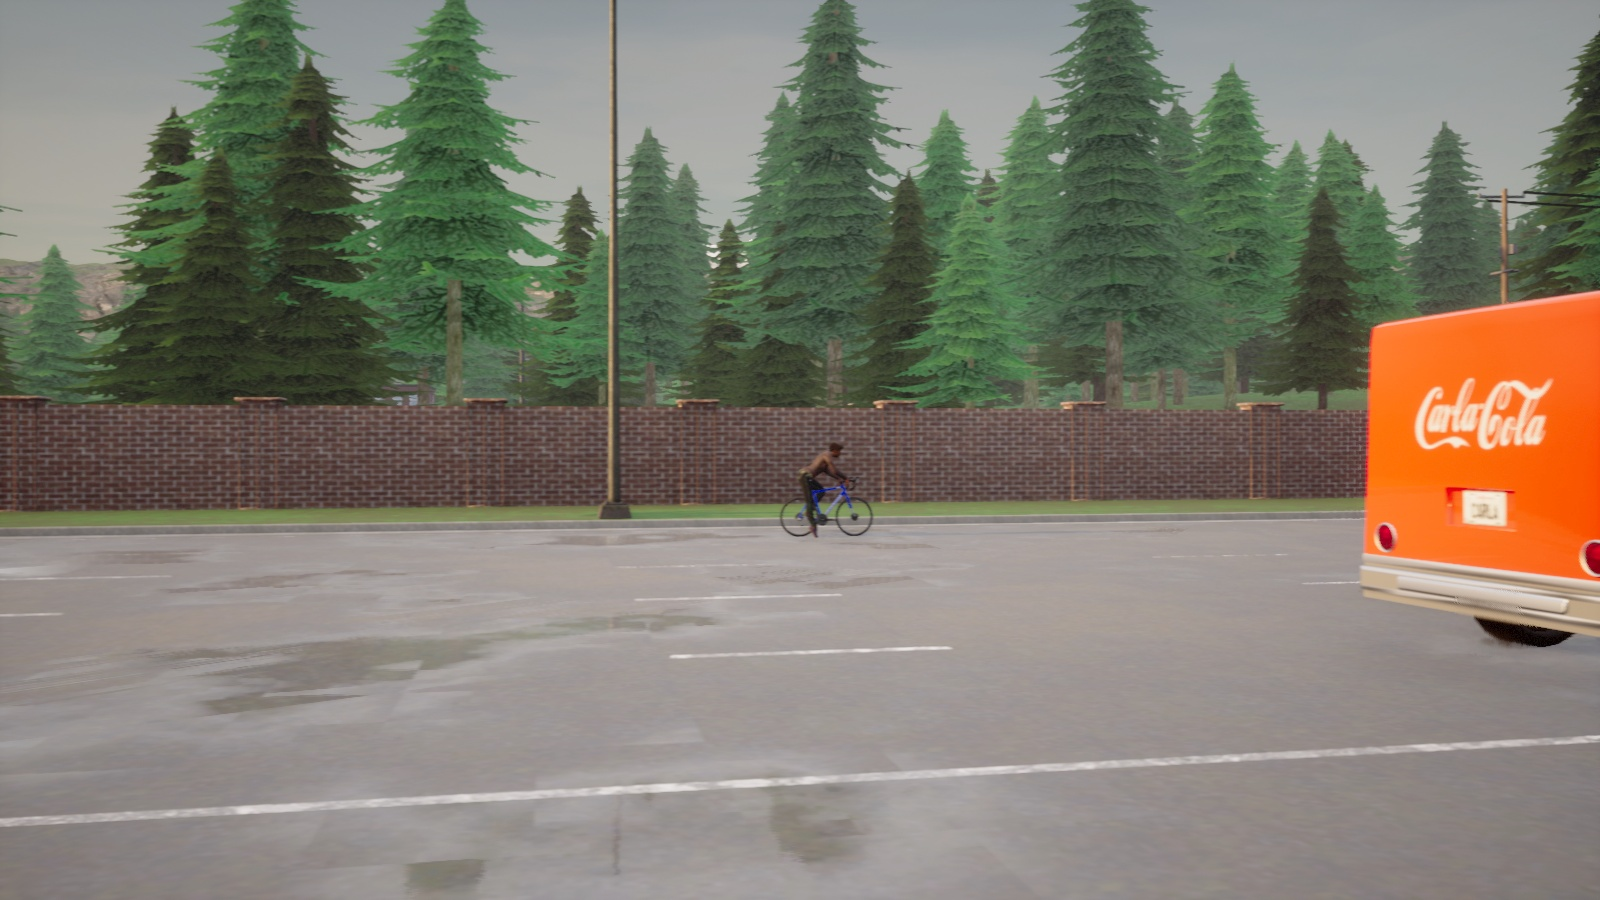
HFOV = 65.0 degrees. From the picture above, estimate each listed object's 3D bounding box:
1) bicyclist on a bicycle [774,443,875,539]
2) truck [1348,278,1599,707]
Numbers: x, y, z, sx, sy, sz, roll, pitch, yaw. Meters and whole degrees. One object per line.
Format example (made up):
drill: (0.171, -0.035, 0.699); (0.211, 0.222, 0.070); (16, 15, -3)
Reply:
bicyclist on a bicycle: (0.416, 0.689, 21.562); (1.656, 1.620, 0.582); (0, 0, -11)
truck: (6.950, 0.216, 8.697); (5.204, 2.467, 2.627); (-1, 0, -12)
